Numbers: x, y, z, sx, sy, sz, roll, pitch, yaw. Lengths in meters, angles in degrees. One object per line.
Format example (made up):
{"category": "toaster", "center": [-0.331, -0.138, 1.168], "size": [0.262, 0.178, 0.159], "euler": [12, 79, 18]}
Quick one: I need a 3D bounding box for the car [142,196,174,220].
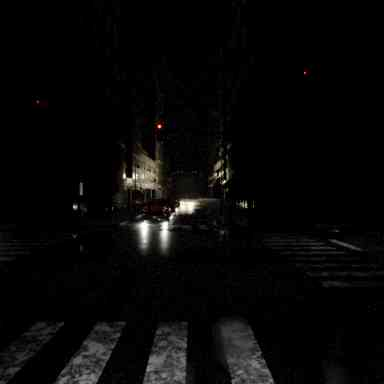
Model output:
{"category": "car", "center": [-2.868, 1.345, 27.628], "size": [2.097, 1.767, 4.553], "euler": [0, 0, 0]}

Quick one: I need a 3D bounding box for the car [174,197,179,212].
{"category": "car", "center": [-2.873, 1.550, 37.614], "size": [1.994, 1.385, 4.181], "euler": [0, 0, 0]}

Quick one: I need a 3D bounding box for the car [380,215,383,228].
{"category": "car", "center": [12.338, 1.282, 16.792], "size": [5.009, 1.841, 2.192], "euler": [0, 0, 0]}

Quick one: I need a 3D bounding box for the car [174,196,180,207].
{"category": "car", "center": [-2.872, 1.329, 47.783], "size": [2.097, 1.767, 4.553], "euler": [0, 0, 0]}
